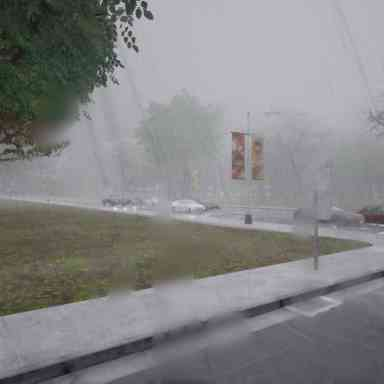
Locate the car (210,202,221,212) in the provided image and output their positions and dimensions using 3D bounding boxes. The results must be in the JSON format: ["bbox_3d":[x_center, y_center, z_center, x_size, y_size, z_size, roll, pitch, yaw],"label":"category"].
[{"bbox_3d":[1.030,1.520,38.374,2.033,1.411,5.357,0,0,-35],"label":"car"}]

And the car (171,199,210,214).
[{"bbox_3d":[-0.490,1.503,34.888,1.812,1.442,4.674,0,0,-35],"label":"car"}]

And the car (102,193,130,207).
[{"bbox_3d":[-12.150,1.231,51.431,2.150,2.045,5.566,0,0,-35],"label":"car"}]

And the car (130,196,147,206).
[{"bbox_3d":[-9.523,1.531,53.345,1.837,1.490,4.892,0,0,-35],"label":"car"}]

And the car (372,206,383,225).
[{"bbox_3d":[12.765,1.591,21.912,1.895,1.301,4.718,0,0,-35],"label":"car"}]

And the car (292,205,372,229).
[{"bbox_3d":[8.820,1.518,21.847,1.812,1.442,4.674,0,0,-35],"label":"car"}]

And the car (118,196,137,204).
[{"bbox_3d":[-12.312,1.485,63.028,1.812,1.442,4.674,0,0,-35],"label":"car"}]

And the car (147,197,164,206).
[{"bbox_3d":[-6.318,1.488,54.616,1.812,1.442,4.674,0,0,-36],"label":"car"}]
